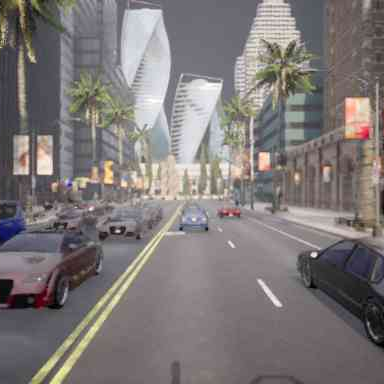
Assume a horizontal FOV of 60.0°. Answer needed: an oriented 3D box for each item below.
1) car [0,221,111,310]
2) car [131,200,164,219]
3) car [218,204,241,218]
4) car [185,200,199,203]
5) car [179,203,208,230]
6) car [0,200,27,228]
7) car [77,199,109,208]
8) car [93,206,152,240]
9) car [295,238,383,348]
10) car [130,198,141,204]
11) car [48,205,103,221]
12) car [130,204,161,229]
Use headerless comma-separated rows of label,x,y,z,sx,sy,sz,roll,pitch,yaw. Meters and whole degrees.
car,-3.522,1.612,7.867,1.994,1.385,4.181,0,0,1
car,-3.471,1.661,28.088,2.128,1.511,4.902,0,0,0
car,3.514,1.795,32.107,1.895,1.301,4.718,0,0,0
car,-0.051,1.837,45.513,1.994,1.385,4.181,0,0,0
car,0.124,1.681,22.077,2.033,1.411,5.357,0,0,0
car,-6.997,1.281,9.803,2.150,2.045,5.566,0,0,0
car,-10.108,1.552,32.807,2.185,1.767,4.553,0,0,-1
car,-3.493,1.671,17.613,1.994,1.385,4.181,0,0,0
car,3.602,1.586,6.267,2.033,1.411,5.357,0,0,0
car,-10.405,1.855,62.179,2.231,1.521,4.892,0,0,-1
car,-6.989,1.684,19.741,1.994,1.385,4.181,0,0,0
car,-3.473,1.730,22.639,1.994,1.385,4.181,0,0,0
